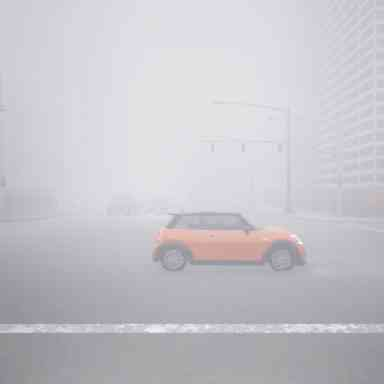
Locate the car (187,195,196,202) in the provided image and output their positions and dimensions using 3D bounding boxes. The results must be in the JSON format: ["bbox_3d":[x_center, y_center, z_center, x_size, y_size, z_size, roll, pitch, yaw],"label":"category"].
[{"bbox_3d":[-0.158,1.382,74.441,1.994,1.385,4.181,0,0,0],"label":"car"}]

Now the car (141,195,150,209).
[{"bbox_3d":[-7.195,1.547,44.802,2.033,1.411,5.357,0,0,0],"label":"car"}]

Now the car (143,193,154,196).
[{"bbox_3d":[-7.206,1.221,55.326,2.150,2.045,5.566,0,0,0],"label":"car"}]

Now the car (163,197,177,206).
[{"bbox_3d":[-3.707,1.564,56.503,1.994,1.385,4.181,0,0,0],"label":"car"}]

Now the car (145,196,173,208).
[{"bbox_3d":[-3.680,1.491,37.473,2.128,1.511,4.902,0,0,0],"label":"car"}]

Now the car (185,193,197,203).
[{"bbox_3d":[-0.135,1.221,63.770,2.150,2.045,5.566,0,0,0],"label":"car"}]

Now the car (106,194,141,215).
[{"bbox_3d":[-7.156,1.221,34.551,2.150,2.045,5.566,0,0,2],"label":"car"}]

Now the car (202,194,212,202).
[{"bbox_3d":[3.345,1.355,74.593,2.097,1.767,4.553,0,0,0],"label":"car"}]

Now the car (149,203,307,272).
[{"bbox_3d":[1.092,1.352,10.252,4.553,1.767,2.097,0,0,0],"label":"car"}]

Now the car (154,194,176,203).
[{"bbox_3d":[-3.695,1.352,46.690,2.097,1.767,4.553,0,0,0],"label":"car"}]

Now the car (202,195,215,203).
[{"bbox_3d":[3.459,1.526,64.690,1.812,1.442,4.674,0,0,0],"label":"car"}]
